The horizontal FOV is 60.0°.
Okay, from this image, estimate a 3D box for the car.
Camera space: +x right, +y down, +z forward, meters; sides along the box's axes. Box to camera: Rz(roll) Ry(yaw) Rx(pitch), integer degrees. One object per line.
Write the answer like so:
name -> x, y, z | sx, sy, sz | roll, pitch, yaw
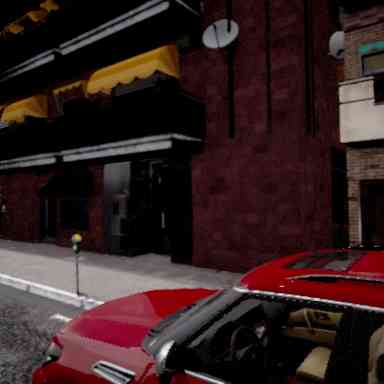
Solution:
car -> 1.067, 1.318, 2.129 | 5.009, 1.841, 2.192 | -1, -1, 36
